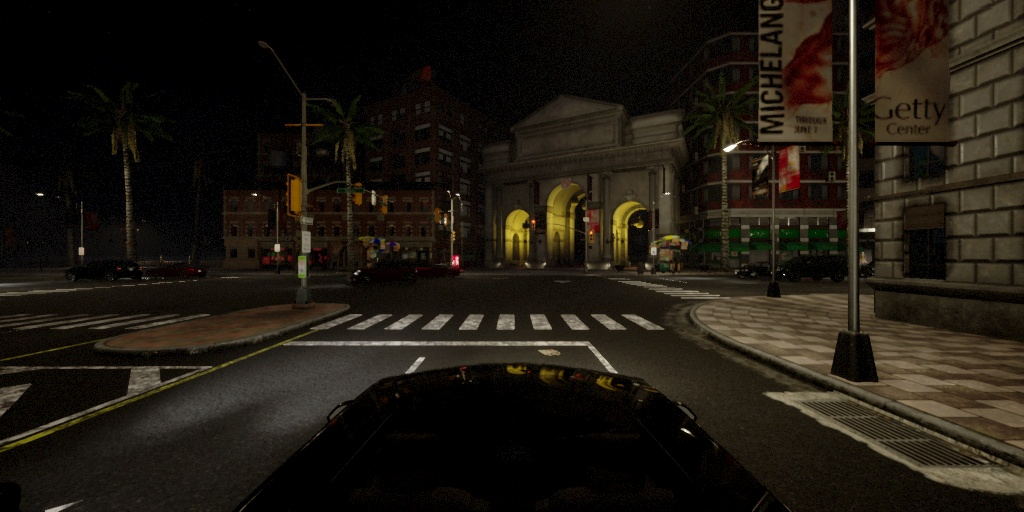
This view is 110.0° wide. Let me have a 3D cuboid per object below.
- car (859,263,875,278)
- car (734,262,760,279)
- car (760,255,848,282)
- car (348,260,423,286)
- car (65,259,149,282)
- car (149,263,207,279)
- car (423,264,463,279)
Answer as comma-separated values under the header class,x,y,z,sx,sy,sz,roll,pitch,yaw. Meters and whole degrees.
class,x,y,z,sx,sy,sz,roll,pitch,yaw
car,33.127,1.106,31.536,4.553,1.767,2.097,0,0,2
car,22.309,1.242,31.753,4.902,1.511,2.128,0,0,0
car,23.285,0.971,28.257,5.566,2.045,2.150,0,0,0
car,-9.074,1.102,25.379,4.553,1.767,2.097,0,0,-33
car,-32.508,1.102,28.618,4.553,1.767,2.097,0,0,0
car,-29.973,1.314,32.102,4.181,1.385,1.994,0,0,0
car,-6.797,1.351,31.957,4.718,1.301,1.895,0,0,0
